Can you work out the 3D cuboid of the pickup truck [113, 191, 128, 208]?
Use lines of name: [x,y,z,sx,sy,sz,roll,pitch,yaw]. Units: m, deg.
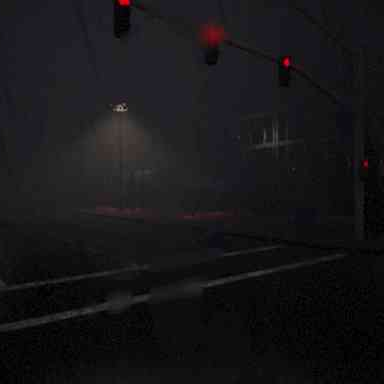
pickup truck: [-8.919,0.978,43.737,2.390,2.098,6.274,0,0,-7]
